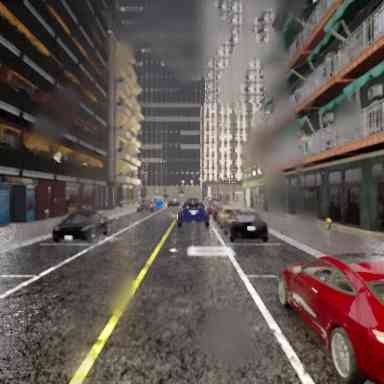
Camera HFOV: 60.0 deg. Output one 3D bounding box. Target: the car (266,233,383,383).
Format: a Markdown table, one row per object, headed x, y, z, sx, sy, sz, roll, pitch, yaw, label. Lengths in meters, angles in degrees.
| x | y | z | sx | sy | sz | roll | pitch | yaw | label |
| --- | --- | --- | --- | --- | --- | --- | --- | --- | --- |
| 2.570 | 1.594 | 5.113 | 1.802 | 1.307 | 4.206 | 0 | 0 | 0 | car |

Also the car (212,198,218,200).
| x | y | z | sx | sy | sz | roll | pitch | yaw | label |
| --- | --- | --- | --- | --- | --- | --- | --- | --- | --- |
| 2.570 | 1.645 | 33.561 | 1.887 | 1.381 | 4.507 | 0 | 0 | 0 | car |

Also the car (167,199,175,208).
| x | y | z | sx | sy | sz | roll | pitch | yaw | label |
| --- | --- | --- | --- | --- | --- | --- | --- | --- | --- |
| -2.782 | 1.745 | 52.386 | 1.994 | 1.385 | 4.181 | 0 | 0 | 1 | car |

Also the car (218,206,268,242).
| x | y | z | sx | sy | sz | roll | pitch | yaw | label |
| --- | --- | --- | --- | --- | --- | --- | --- | --- | --- |
| 2.570 | 1.609 | 16.493 | 1.947 | 1.339 | 4.313 | 0 | 0 | 0 | car |

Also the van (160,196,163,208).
| x | y | z | sx | sy | sz | roll | pitch | yaw | label |
| --- | --- | --- | --- | --- | --- | --- | --- | --- | --- |
| -5.309 | 1.489 | 44.936 | 1.690 | 1.788 | 3.998 | 0 | 0 | 0 | van |

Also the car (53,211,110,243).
| x | y | z | sx | sy | sz | roll | pitch | yaw | label |
| --- | --- | --- | --- | --- | --- | --- | --- | --- | --- |
| -5.310 | 1.609 | 16.487 | 1.947 | 1.339 | 4.313 | 0 | 0 | 0 | car |

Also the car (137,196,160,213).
| x | y | z | sx | sy | sz | roll | pitch | yaw | label |
| --- | --- | --- | --- | --- | --- | --- | --- | --- | --- |
| -5.310 | 1.564 | 39.246 | 1.967 | 1.590 | 4.097 | 0 | 0 | 0 | car |

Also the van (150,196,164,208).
| x | y | z | sx | sy | sz | roll | pitch | yaw | label |
| --- | --- | --- | --- | --- | --- | --- | --- | --- | --- |
| -5.309 | 1.514 | 50.626 | 1.690 | 1.788 | 3.998 | 0 | 0 | 0 | van |

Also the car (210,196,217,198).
| x | y | z | sx | sy | sz | roll | pitch | yaw | label |
| --- | --- | --- | --- | --- | --- | --- | --- | --- | --- |
| 2.571 | 1.563 | 39.251 | 1.967 | 1.590 | 4.097 | 0 | 0 | 0 | car |

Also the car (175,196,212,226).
| x | y | z | sx | sy | sz | roll | pitch | yaw | label |
| --- | --- | --- | --- | --- | --- | --- | --- | --- | --- |
| 0.101 | 1.417 | 23.924 | 2.097 | 1.767 | 4.553 | 0 | 0 | 0 | car |

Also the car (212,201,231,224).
| x | y | z | sx | sy | sz | roll | pitch | yaw | label |
| --- | --- | --- | --- | --- | --- | --- | --- | --- | --- |
| 2.570 | 1.586 | 22.354 | 1.752 | 1.417 | 4.829 | 0 | 0 | 0 | car |

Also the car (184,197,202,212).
| x | y | z | sx | sy | sz | roll | pitch | yaw | label |
| --- | --- | --- | --- | --- | --- | --- | --- | --- | --- |
| 0.102 | 1.485 | 41.465 | 2.097 | 1.767 | 4.553 | 0 | 0 | 0 | car |

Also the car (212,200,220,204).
| x | y | z | sx | sy | sz | roll | pitch | yaw | label |
| --- | --- | --- | --- | --- | --- | --- | --- | --- | --- |
| 2.570 | 1.624 | 27.871 | 1.887 | 1.381 | 4.507 | 0 | 0 | 0 | car |

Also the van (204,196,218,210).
| x | y | z | sx | sy | sz | roll | pitch | yaw | label |
| --- | --- | --- | --- | --- | --- | --- | --- | --- | --- |
| 2.571 | 1.489 | 44.942 | 1.690 | 1.788 | 3.998 | 0 | 0 | 0 | van |
